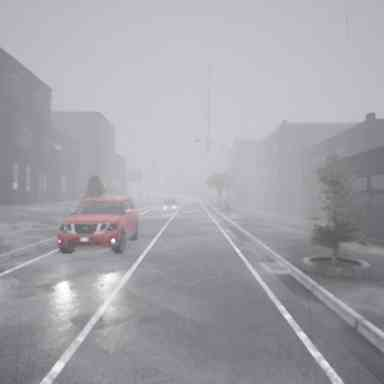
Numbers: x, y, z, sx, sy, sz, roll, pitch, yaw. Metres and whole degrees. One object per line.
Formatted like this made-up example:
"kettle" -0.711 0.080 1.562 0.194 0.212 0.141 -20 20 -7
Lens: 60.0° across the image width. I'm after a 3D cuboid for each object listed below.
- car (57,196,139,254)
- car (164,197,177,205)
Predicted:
"car" -3.557 1.205 13.730 2.150 2.045 5.566 0 0 0
"car" -3.571 1.484 54.519 1.895 1.301 4.718 0 1 0
